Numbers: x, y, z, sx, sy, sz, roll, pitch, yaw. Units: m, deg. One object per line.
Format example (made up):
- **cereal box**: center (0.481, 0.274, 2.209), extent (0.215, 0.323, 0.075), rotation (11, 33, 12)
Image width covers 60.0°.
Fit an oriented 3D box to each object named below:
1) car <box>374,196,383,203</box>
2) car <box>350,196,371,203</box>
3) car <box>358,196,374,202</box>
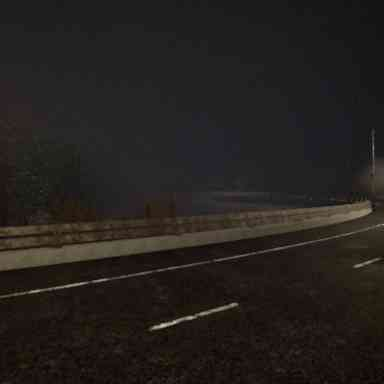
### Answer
- **car**: center (42.630, 1.753, 74.058), extent (1.812, 1.442, 4.674), rotation (0, 0, 8)
- **car**: center (39.815, 1.768, 78.928), extent (1.837, 1.490, 4.892), rotation (0, 0, 5)
- **car**: center (43.844, 1.635, 83.940), extent (1.812, 1.442, 4.674), rotation (0, 0, 2)
